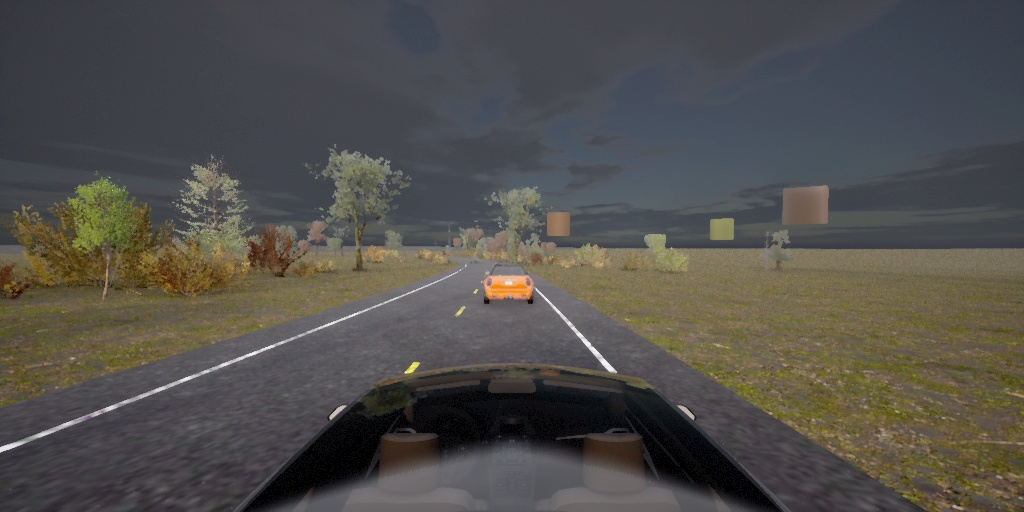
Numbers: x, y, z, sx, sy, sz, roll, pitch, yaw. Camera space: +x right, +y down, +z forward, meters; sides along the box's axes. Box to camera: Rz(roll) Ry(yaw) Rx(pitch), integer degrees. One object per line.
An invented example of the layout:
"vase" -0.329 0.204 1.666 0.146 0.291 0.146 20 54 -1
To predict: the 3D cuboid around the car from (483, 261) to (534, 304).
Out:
"car" -0.178 1.107 16.516 2.097 1.767 4.553 0 0 -1
